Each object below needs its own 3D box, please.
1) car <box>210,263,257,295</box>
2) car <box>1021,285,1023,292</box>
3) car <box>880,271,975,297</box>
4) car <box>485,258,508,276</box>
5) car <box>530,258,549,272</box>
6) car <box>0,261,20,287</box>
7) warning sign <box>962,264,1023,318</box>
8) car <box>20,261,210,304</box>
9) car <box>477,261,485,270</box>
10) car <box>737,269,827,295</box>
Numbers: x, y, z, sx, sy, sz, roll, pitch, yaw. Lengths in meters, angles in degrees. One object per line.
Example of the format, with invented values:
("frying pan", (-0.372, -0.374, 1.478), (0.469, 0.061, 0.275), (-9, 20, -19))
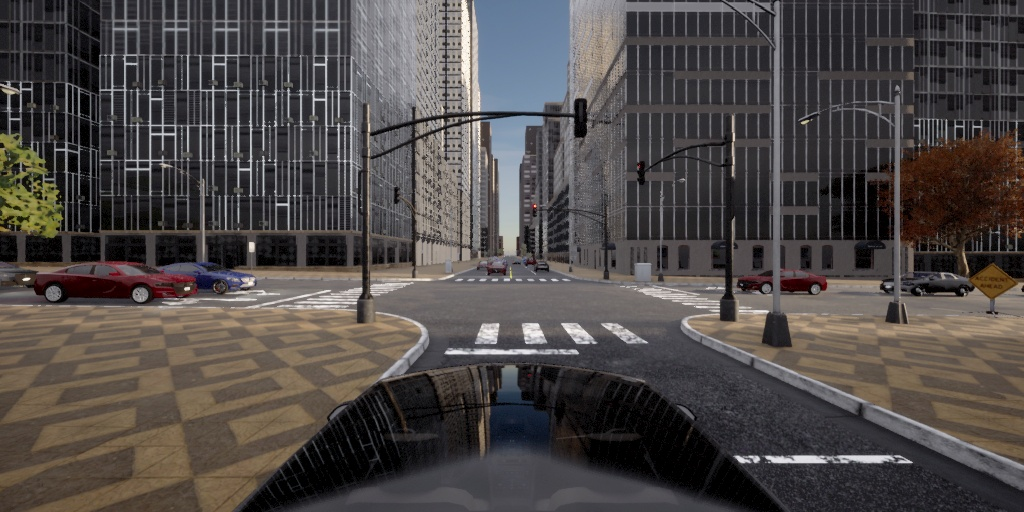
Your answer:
("car", (-14.986, 1.026, 17.316), (4.674, 1.442, 1.812), (1, 0, -1))
("car", (36.267, 1.932, 23.263), (4.892, 1.490, 1.837), (1, 0, -3))
("car", (26.276, 1.740, 22.785), (4.902, 1.511, 2.128), (1, 0, -3))
("car", (-1.587, 1.244, 38.526), (1.882, 1.535, 5.008), (0, 0, -1))
("car", (3.818, 1.329, 46.652), (1.948, 1.339, 4.313), (0, 0, 0))
("car", (-24.912, 0.882, 16.833), (4.181, 1.385, 1.994), (1, 0, -3))
("warning sign", (17.251, 1.204, 12.883), (1.060, 1.860, 1.300), (0, 0, -3))
("car", (-15.295, 0.973, 14.044), (5.008, 1.535, 1.882), (1, 0, -2))
("car", (-4.149, 1.342, 52.125), (1.802, 1.307, 4.207), (0, 0, 0))
("car", (16.706, 1.554, 22.317), (5.008, 1.535, 1.882), (1, 0, -3))
